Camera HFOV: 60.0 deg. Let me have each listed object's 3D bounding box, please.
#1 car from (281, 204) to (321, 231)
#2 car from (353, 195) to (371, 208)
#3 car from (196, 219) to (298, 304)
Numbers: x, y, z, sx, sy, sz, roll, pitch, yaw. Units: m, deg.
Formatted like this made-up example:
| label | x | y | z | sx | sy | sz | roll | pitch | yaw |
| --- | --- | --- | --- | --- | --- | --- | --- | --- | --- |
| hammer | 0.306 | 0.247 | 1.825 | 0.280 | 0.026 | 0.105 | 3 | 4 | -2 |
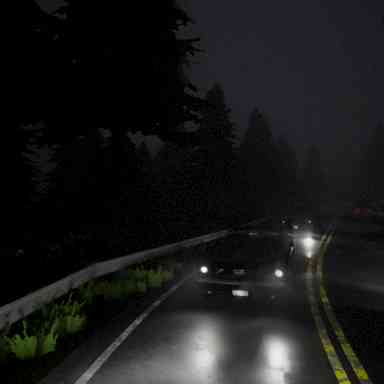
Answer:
| label | x | y | z | sx | sy | sz | roll | pitch | yaw |
| --- | --- | --- | --- | --- | --- | --- | --- | --- | --- |
| car | 6.669 | 1.460 | 20.052 | 2.033 | 1.411 | 5.357 | -2 | 0 | 26 |
| car | 20.626 | 1.059 | 40.232 | 2.128 | 1.511 | 4.902 | -2 | 0 | 28 |
| car | 1.587 | 1.599 | 8.411 | 1.895 | 1.301 | 4.718 | -1 | 0 | 18 |
